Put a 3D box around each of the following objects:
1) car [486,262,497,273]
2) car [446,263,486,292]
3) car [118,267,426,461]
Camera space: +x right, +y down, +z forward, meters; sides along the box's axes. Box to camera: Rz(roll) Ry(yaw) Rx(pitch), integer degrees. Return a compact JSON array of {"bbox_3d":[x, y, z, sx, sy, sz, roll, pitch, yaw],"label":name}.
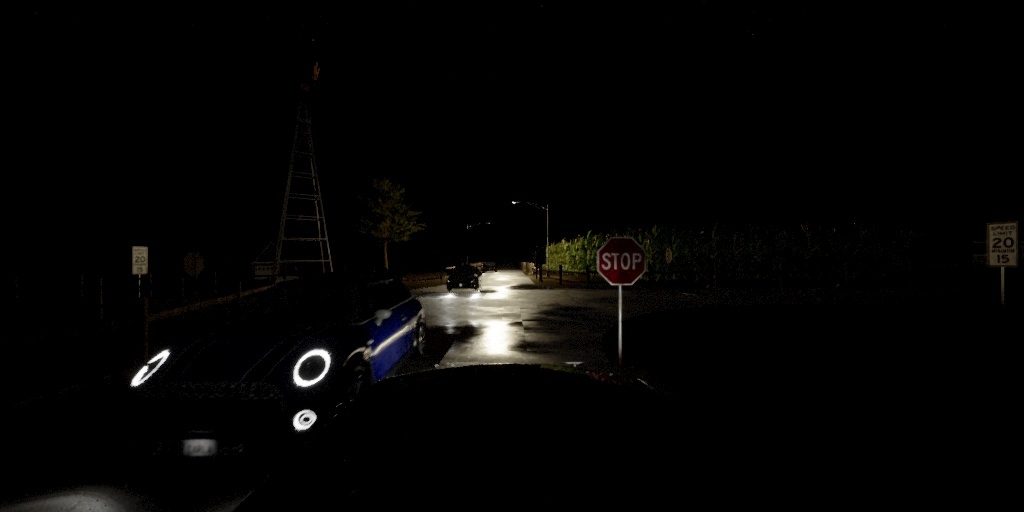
[{"bbox_3d":[-3.093,1.562,51.002,1.882,1.535,5.008,0,-1,0],"label":"car"},{"bbox_3d":[-2.895,1.353,22.570,1.837,1.490,4.892,0,1,0],"label":"car"},{"bbox_3d":[-2.776,1.098,5.409,2.097,1.767,4.553,0,0,0],"label":"car"}]
